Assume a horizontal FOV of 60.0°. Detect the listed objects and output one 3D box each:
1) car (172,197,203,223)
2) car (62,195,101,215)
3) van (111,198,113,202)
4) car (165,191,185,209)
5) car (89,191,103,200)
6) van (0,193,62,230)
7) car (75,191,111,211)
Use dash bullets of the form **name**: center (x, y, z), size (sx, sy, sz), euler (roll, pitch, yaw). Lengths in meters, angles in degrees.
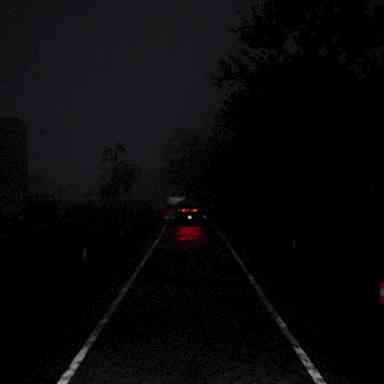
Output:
- **car**: center (-0.278, 1.324, 23.359), size (1.837, 1.490, 4.892), euler (0, 1, -3)
- **car**: center (-9.896, 1.246, 30.074), size (2.002, 1.452, 4.674), euler (0, -1, -5)
- **van**: center (-11.142, 0.889, 41.064), size (1.878, 1.987, 4.442), euler (1, -1, -10)
- **car**: center (-1.974, 0.885, 39.796), size (2.150, 2.045, 5.566), euler (0, 1, -8)
- **car**: center (-24.175, 0.855, 83.776), size (2.435, 2.045, 5.566), euler (2, -2, -26)
- **van**: center (-9.272, 1.064, 18.836), size (1.878, 1.987, 4.442), euler (0, -1, -2)
- **car**: center (-10.425, 0.910, 35.608), size (2.435, 2.045, 5.566), euler (1, -1, -9)
